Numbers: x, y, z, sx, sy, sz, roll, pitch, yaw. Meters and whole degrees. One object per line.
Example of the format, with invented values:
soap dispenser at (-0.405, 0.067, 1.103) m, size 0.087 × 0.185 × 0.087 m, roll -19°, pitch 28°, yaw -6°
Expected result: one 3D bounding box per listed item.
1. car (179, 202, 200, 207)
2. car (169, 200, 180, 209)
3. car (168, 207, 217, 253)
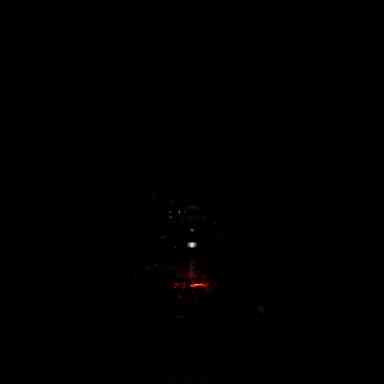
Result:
car at (0.020, 1.785, 29.388) m, size 1.812 × 1.442 × 4.674 m, roll 0°, pitch 0°, yaw 0°
car at (-2.725, 1.989, 55.367) m, size 1.812 × 1.442 × 4.674 m, roll 0°, pitch -1°, yaw 0°
car at (0.012, 1.636, 14.288) m, size 1.837 × 1.490 × 4.892 m, roll 0°, pitch 0°, yaw 0°
